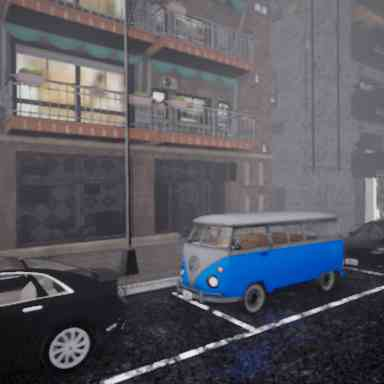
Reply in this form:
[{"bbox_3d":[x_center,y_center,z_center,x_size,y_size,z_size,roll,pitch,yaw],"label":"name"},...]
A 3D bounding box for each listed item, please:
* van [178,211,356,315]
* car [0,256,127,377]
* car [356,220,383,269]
[{"bbox_3d":[1.628,1.345,7.275,3.998,1.788,1.690,0,-1,-35],"label":"van"},{"bbox_3d":[-2.972,1.551,3.992,4.403,1.369,2.008,0,-1,-35],"label":"car"},{"bbox_3d":[6.232,1.574,10.553,4.313,1.339,1.947,0,-1,-35],"label":"car"}]
